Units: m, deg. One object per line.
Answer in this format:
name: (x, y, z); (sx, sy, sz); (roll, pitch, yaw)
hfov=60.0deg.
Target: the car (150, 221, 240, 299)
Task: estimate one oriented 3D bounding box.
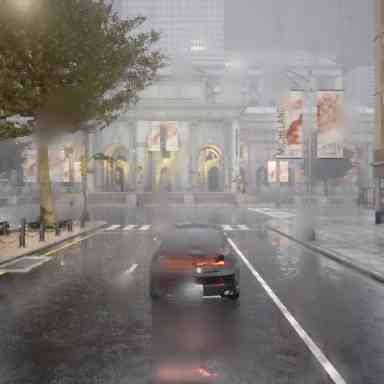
car: (0.064, 1.505, 8.449); (1.837, 1.490, 4.892); (0, 0, 0)
